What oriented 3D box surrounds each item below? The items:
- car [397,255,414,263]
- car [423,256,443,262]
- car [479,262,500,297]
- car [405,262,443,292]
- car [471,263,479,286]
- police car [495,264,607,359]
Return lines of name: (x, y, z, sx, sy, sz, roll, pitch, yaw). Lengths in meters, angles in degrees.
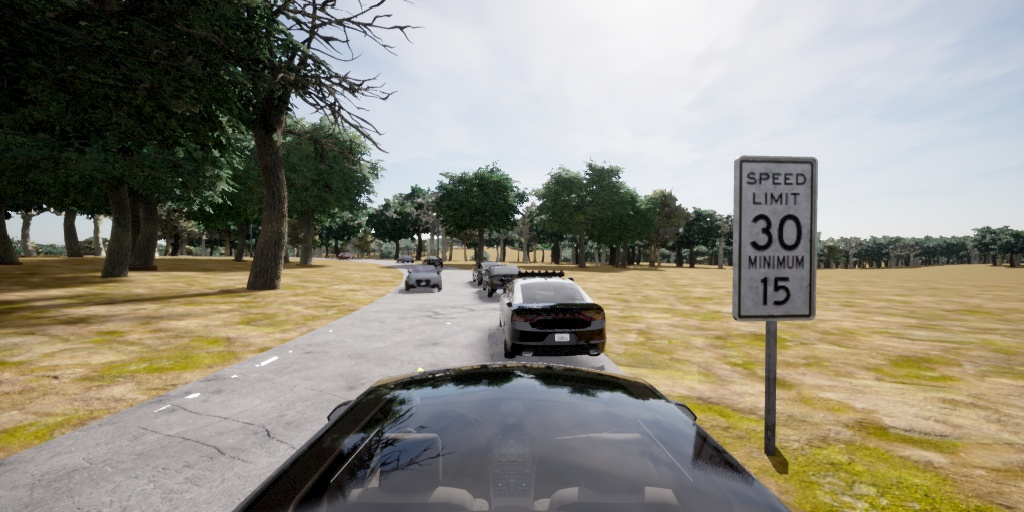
car: (-18.437, 0.514, 61.886, 1.994, 1.385, 4.181, -1, 1, -35)
car: (-10.589, 0.703, 47.799, 1.882, 1.535, 5.008, 0, 1, -25)
car: (-0.473, 1.174, 18.666, 1.882, 1.535, 5.008, 0, 1, -9)
car: (-5.077, 1.252, 20.894, 1.994, 1.385, 4.181, 0, 1, -11)
car: (-1.615, 1.143, 24.689, 1.837, 1.490, 4.892, 0, 1, -12)
police car: (0.675, 1.167, 8.627, 1.930, 1.638, 5.238, 0, 0, -4)
